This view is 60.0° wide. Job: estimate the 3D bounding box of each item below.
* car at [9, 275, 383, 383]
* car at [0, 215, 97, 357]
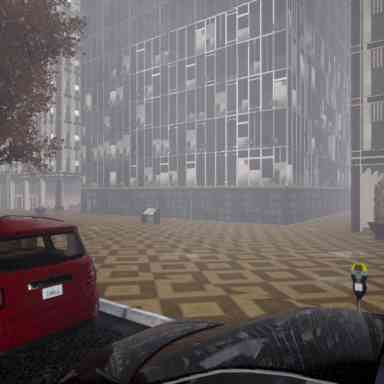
[{"bbox_3d":[0.827,1.566,2.287,4.313,1.339,1.947,0,0,36],"label":"car"},{"bbox_3d":[-3.665,1.315,5.501,5.009,1.841,2.192,0,0,36],"label":"car"}]
